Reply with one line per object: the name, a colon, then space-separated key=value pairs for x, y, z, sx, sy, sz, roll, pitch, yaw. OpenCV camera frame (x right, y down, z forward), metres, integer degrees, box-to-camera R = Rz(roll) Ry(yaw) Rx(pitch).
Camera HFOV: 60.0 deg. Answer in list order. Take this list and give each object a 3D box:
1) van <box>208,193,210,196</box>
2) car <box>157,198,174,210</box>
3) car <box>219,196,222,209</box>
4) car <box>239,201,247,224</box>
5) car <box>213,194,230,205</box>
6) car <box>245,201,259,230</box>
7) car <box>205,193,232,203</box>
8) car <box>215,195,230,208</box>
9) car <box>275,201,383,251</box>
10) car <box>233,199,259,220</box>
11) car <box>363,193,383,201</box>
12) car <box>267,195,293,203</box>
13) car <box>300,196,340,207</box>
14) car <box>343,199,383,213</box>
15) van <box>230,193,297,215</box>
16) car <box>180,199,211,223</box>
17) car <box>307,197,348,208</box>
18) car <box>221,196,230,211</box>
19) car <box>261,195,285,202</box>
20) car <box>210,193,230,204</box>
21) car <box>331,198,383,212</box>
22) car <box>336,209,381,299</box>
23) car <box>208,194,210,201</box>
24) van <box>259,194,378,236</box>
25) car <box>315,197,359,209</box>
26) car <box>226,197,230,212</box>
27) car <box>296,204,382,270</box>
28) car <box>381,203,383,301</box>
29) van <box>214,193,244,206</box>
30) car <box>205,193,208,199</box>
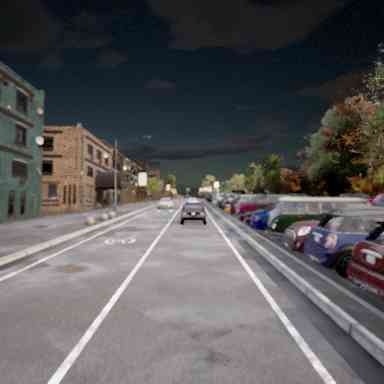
van: x=5.477 y=1.211 z=57.003 sx=4.442 sy=1.987 sz=1.878 roll=0 pitch=0 yaw=0
car: x=-3.342 y=1.476 z=42.494 sx=1.812 sy=1.442 sz=4.674 roll=0 pitch=0 yaw=0
car: x=5.617 y=1.416 z=34.576 sx=5.008 sy=1.535 sz=2.097 roll=0 pitch=0 yaw=0
car: x=5.613 y=1.470 z=20.563 sx=4.792 sy=1.488 sz=2.163 roll=0 pitch=0 yaw=0
car: x=5.606 y=1.418 z=42.982 sx=4.892 sy=1.521 sz=2.231 roll=0 pitch=0 yaw=0
car: x=5.641 y=1.445 z=17.760 sx=5.008 sy=1.535 sz=2.097 roll=0 pitch=0 yaw=0
car: x=5.620 y=1.233 z=71.019 sx=5.566 sy=2.045 sz=2.435 roll=0 pitch=0 yaw=0
car: x=5.585 y=1.445 z=40.184 sx=4.792 sy=1.488 sz=2.163 roll=0 pitch=0 yaw=0
car: x=5.686 y=1.330 z=12.153 sx=4.553 sy=1.767 sz=2.185 roll=0 pitch=0 yaw=0
car: x=5.609 y=1.465 z=23.366 sx=4.792 sy=1.488 sz=2.163 roll=0 pitch=0 yaw=0
car: x=18.681 y=1.174 z=29.357 sx=5.566 sy=2.045 sz=2.435 roll=0 pitch=0 yaw=0
car: x=18.676 y=1.484 z=71.006 sx=5.008 sy=1.535 sz=2.097 roll=0 pitch=0 yaw=0
car: x=18.677 y=1.426 z=48.727 sx=5.008 sy=1.535 sz=2.097 roll=0 pitch=0 yaw=0
car: x=18.699 y=1.457 z=34.926 sx=4.674 sy=1.452 sz=2.002 roll=0 pitch=0 yaw=0
van: x=5.518 y=1.205 z=26.169 sx=4.442 sy=1.987 sz=1.878 roll=0 pitch=0 yaw=0
car: x=0.094 y=1.508 z=24.752 sx=2.033 sy=1.411 sz=5.357 roll=0 pitch=0 yaw=0
car: x=18.657 y=1.452 z=45.942 sx=4.792 sy=1.488 sz=2.163 roll=0 pitch=0 yaw=0
car: x=5.812 y=1.417 z=31.776 sx=5.366 sy=1.575 sz=1.946 roll=0 pitch=0 yaw=0
car: x=18.669 y=1.525 z=76.574 sx=5.008 sy=1.535 sz=2.097 roll=0 pitch=-1 yaw=0
car: x=5.635 y=1.170 z=45.789 sx=5.566 sy=2.045 sz=2.435 roll=0 pitch=0 yaw=0
car: x=18.693 y=1.417 z=37.587 sx=5.008 sy=1.535 sz=2.097 roll=0 pitch=0 yaw=0
car: x=5.631 y=1.340 z=6.546 sx=4.553 sy=1.767 sz=2.185 roll=0 pitch=0 yaw=0
car: x=5.590 y=1.434 z=54.199 sx=4.892 sy=1.521 sz=2.231 roll=0 pitch=0 yaw=0
van: x=5.534 y=1.225 z=14.956 sx=4.442 sy=1.987 sz=1.878 roll=0 pitch=0 yaw=0
car: x=18.719 y=1.448 z=43.157 sx=4.792 sy=1.488 sz=2.163 roll=0 pitch=0 yaw=0
car: x=5.660 y=1.455 z=28.973 sx=4.792 sy=1.488 sz=2.163 roll=0 pitch=0 yaw=0
car: x=5.627 y=1.335 z=9.350 sx=4.553 sy=1.767 sz=2.185 roll=0 pitch=0 yaw=0
car: x=5.638 y=1.220 z=3.743 sx=5.566 sy=2.045 sz=2.435 roll=0 pitch=0 yaw=0
van: x=5.715 y=1.203 z=51.397 sx=4.442 sy=1.987 sz=1.878 roll=0 pitch=0 yaw=0
car: x=5.619 y=1.197 z=62.609 sx=5.566 sy=2.045 sz=2.435 roll=0 pitch=0 yaw=0
